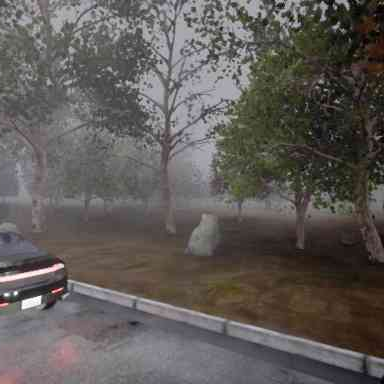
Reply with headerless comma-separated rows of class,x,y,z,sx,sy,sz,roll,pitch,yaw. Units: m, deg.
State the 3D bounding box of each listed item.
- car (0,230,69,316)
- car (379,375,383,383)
car,-4.455,1.499,6.559,4.902,1.511,2.128,0,0,36
car,3.276,1.491,1.041,4.902,1.511,2.128,0,0,36
